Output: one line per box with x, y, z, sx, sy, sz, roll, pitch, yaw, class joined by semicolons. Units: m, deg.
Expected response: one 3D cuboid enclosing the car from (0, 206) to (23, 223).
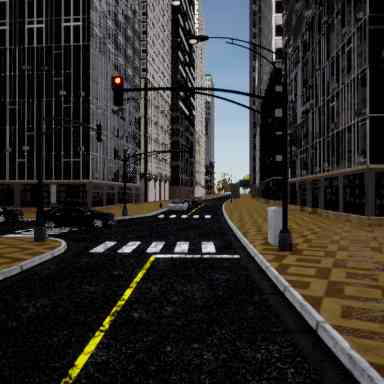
-16.497;1.854;28.020;4.403;1.369;2.008;-1;1;10;car

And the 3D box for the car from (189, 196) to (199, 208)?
-0.686;1.451;47.260;2.128;1.511;4.902;0;0;6;car

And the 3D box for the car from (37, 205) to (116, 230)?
-7.398;1.611;21.517;4.892;1.490;1.837;-1;0;-2;car

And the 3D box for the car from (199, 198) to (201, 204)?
0.492;1.486;58.015;2.033;1.411;5.357;0;0;7;car

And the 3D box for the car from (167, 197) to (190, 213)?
-1.597;1.576;36.867;1.895;1.301;4.718;0;0;4;car
